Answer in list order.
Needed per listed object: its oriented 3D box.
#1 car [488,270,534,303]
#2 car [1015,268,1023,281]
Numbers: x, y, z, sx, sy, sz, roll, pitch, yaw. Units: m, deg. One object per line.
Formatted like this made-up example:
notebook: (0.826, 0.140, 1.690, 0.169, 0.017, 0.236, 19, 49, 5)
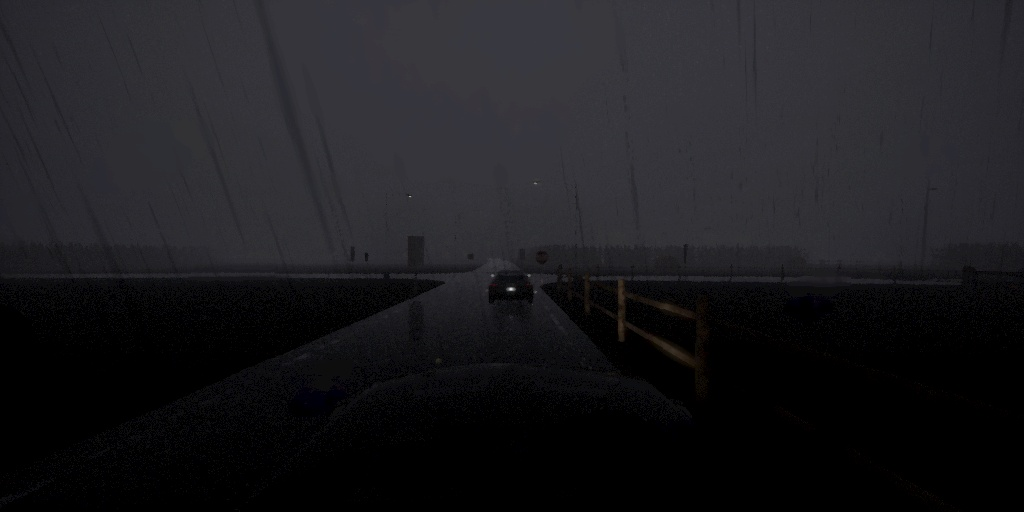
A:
car: (-0.053, 1.318, 16.540, 1.994, 1.385, 4.181, 0, 0, 0)
car: (39.535, 1.282, 25.434, 4.902, 1.511, 2.128, 0, 0, 15)
